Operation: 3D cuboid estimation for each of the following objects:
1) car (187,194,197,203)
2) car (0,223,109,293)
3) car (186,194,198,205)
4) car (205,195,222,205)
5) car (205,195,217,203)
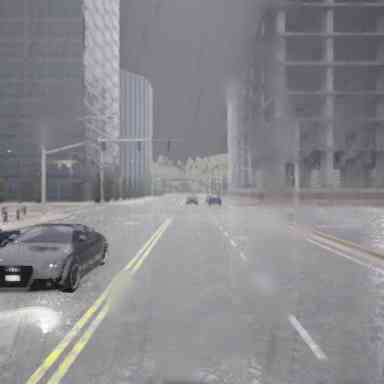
[{"bbox_3d":[0.015,1.192,62.369,1.837,1.490,4.892,0,0,0],"label":"car"},{"bbox_3d":[-3.551,1.521,8.614,1.994,1.385,4.181,0,0,1],"label":"car"},{"bbox_3d":[0.012,1.339,52.282,1.895,1.301,4.718,0,0,0],"label":"car"},{"bbox_3d":[3.537,1.217,52.068,1.882,1.535,5.008,0,0,0],"label":"car"},{"bbox_3d":[3.515,1.236,62.369,2.033,1.411,5.357,0,0,0],"label":"car"}]
